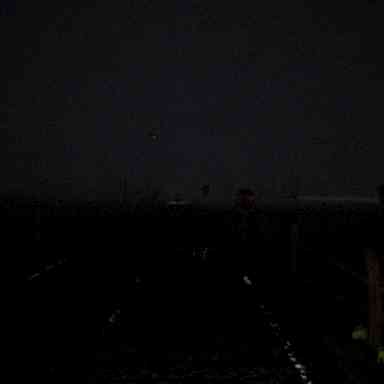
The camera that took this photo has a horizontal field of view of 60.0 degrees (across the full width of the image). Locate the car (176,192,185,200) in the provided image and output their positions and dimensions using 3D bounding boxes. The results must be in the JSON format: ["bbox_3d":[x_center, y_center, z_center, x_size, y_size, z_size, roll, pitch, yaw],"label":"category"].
[{"bbox_3d":[-2.745,0.968,80.094,2.097,1.767,4.553,0,0,0],"label":"car"}]

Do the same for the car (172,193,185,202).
[{"bbox_3d":[-2.746,1.057,64.924,2.097,1.767,4.553,0,0,0],"label":"car"}]
